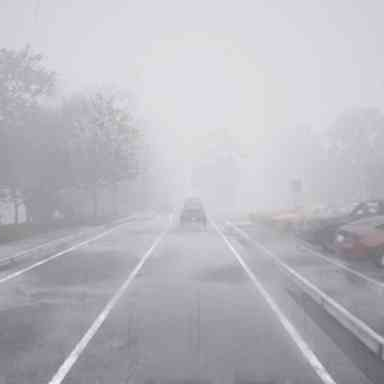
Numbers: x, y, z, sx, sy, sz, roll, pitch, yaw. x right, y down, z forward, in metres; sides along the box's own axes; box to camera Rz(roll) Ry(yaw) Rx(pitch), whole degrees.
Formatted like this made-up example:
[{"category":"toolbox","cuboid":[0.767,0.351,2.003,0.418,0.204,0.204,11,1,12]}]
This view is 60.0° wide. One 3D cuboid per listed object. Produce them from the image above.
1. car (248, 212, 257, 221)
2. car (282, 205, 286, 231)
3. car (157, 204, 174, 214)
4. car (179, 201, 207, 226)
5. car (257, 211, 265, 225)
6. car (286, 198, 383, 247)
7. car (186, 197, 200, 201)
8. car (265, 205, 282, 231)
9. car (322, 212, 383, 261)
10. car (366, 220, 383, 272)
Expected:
[{"category":"car","cuboid":[6.904,1.607,24.570,5.366,1.575,1.946,0,-1,0]},{"category":"car","cuboid":[7.115,1.411,16.253,4.553,1.767,2.185,0,0,0]},{"category":"car","cuboid":[-3.332,2.142,42.780,1.895,1.301,4.718,0,-2,0]},{"category":"car","cuboid":[0.104,1.646,24.727,2.128,1.511,4.902,0,-1,0]},{"category":"car","cuboid":[7.093,1.578,21.801,4.892,1.521,2.231,0,-1,0]},{"category":"car","cuboid":[7.053,1.274,13.481,5.566,2.045,2.435,0,0,0]},{"category":"car","cuboid":[0.110,1.714,41.187,2.150,2.045,5.566,0,-2,0]},{"category":"car","cuboid":[7.092,1.553,19.029,5.008,1.535,2.097,0,0,0]},{"category":"car","cuboid":[7.109,1.546,10.704,4.792,1.488,2.163,0,0,0]},{"category":"car","cuboid":[7.080,1.548,7.928,4.674,1.452,2.002,0,0,0]}]
